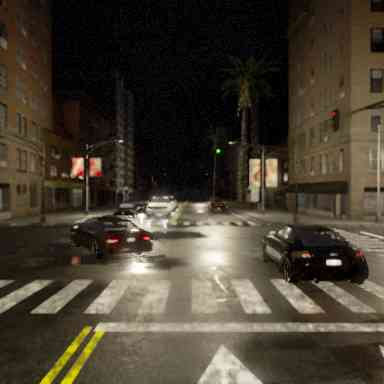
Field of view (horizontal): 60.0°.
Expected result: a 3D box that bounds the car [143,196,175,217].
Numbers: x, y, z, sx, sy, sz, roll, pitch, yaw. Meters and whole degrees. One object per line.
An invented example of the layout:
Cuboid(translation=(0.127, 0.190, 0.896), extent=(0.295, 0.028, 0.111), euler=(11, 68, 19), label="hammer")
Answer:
Cuboid(translation=(-3.340, 1.516, 34.694), extent=(2.150, 2.045, 5.566), euler=(0, 0, 0), label="car")

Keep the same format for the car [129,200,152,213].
Cuboid(translation=(-6.568, 1.852, 42.654), extent=(2.128, 1.511, 4.902), euler=(0, 0, 0), label="car")

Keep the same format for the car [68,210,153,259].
Cuboid(translation=(-3.488, 1.686, 13.496), extent=(2.033, 1.411, 5.357), euler=(0, 0, -33), label="car")

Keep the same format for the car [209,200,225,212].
Cuboid(translation=(3.351, 1.877, 44.215), extent=(1.837, 1.490, 4.892), euler=(0, 0, 0), label="car")

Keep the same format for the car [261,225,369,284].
Cuboid(translation=(3.349, 1.654, 9.863), extent=(1.994, 1.385, 4.181), euler=(0, -1, 0), label="car")

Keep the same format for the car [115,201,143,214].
Cuboid(translation=(-6.598, 1.851, 33.825), extent=(1.994, 1.385, 4.181), euler=(0, 0, 0), label="car")

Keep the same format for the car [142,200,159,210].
Cuboid(translation=(-6.500, 1.982, 52.227), extent=(2.033, 1.411, 5.357), euler=(0, 0, 0), label="car")

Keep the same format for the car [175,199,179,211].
Cuboid(translation=(-3.308, 1.601, 45.056), extent=(2.150, 2.045, 5.566), euler=(0, 0, 1), label="car")

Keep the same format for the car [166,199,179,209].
Cuboid(translation=(-3.249, 1.935, 55.250), extent=(1.882, 1.535, 5.008), euler=(0, 0, 0), label="car")

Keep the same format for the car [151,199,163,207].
Cuboid(translation=(-6.499, 2.033, 62.297), extent=(1.812, 1.442, 4.674), euler=(0, 0, 0), label="car")
